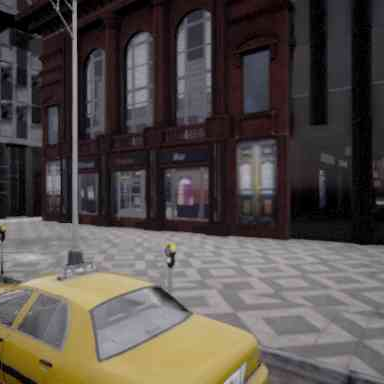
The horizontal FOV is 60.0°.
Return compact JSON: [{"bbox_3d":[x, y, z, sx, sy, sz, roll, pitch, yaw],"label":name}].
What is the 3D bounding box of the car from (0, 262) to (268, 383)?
[{"bbox_3d":[-1.553,1.553,4.074,4.829,1.417,1.752,-1,0,36],"label":"car"}]
